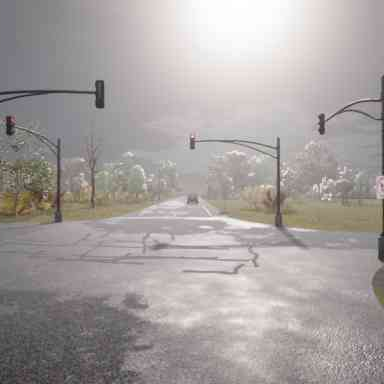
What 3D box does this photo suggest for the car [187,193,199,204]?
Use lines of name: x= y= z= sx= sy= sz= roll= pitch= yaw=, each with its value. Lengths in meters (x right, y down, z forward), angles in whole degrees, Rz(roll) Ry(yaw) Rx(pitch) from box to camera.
car: x=0.150 y=1.293 z=67.563 sx=2.150 sy=2.045 sz=5.566 roll=0 pitch=0 yaw=0
